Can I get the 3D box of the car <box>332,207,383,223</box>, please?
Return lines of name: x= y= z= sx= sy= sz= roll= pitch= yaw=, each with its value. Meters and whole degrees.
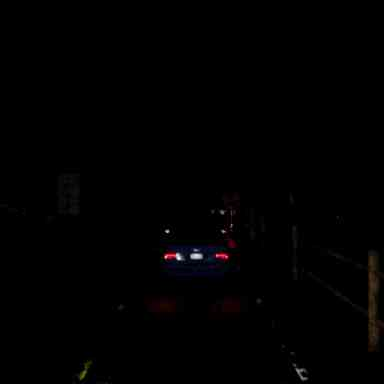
car: x=14.653 y=1.905 z=28.482 sx=4.718 sy=1.301 sz=1.895 roll=1 pitch=-1 yaw=1

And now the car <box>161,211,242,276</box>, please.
car: x=0.104 y=1.557 z=10.288 sx=2.033 sy=1.411 sz=5.357 roll=0 pitch=0 yaw=0

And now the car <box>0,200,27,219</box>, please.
car: x=-15.347 y=1.306 z=25.815 sx=4.674 sy=1.442 sz=1.812 roll=1 pitch=-1 yaw=1

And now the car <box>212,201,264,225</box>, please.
car: x=3.286 y=1.408 z=23.115 sx=2.097 sy=1.767 sz=4.553 roll=1 pitch=-1 yaw=38
